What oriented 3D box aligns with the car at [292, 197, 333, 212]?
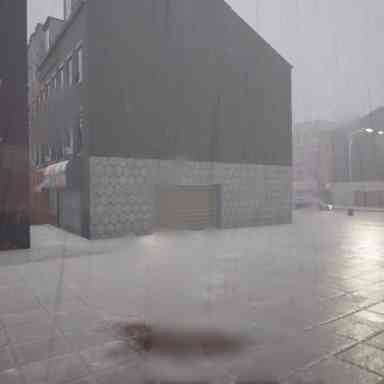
[{"bbox_3d":[12.366,1.289,35.061,2.128,1.511,4.902,-1,1,-35],"label":"car"}]
